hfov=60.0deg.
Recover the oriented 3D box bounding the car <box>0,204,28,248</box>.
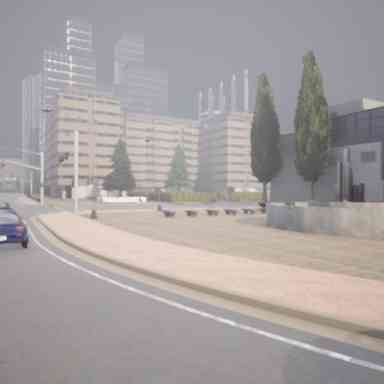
[{"bbox_3d":[-7.926,1.449,13.653,1.812,1.442,4.674,0,0,-33],"label":"car"}]

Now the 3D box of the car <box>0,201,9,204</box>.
[{"bbox_3d":[-12.858,1.367,21.949,2.128,1.511,4.902,0,0,-30],"label":"car"}]
